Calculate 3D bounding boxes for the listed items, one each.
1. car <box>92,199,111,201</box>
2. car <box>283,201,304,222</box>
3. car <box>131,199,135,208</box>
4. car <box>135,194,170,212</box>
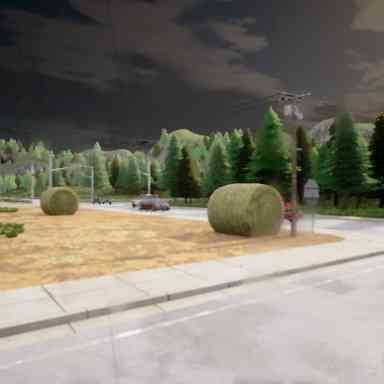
[{"bbox_3d":[-14.223,1.323,52.362,1.994,1.385,4.181,0,0,-38],"label":"car"},{"bbox_3d":[6.046,1.340,26.479,2.150,2.045,5.566,0,0,-38],"label":"car"},{"bbox_3d":[-6.865,1.355,48.724,2.150,2.045,5.566,0,0,-38],"label":"car"},{"bbox_3d":[-4.525,1.472,39.904,2.097,1.767,4.553,0,0,-38],"label":"car"}]
